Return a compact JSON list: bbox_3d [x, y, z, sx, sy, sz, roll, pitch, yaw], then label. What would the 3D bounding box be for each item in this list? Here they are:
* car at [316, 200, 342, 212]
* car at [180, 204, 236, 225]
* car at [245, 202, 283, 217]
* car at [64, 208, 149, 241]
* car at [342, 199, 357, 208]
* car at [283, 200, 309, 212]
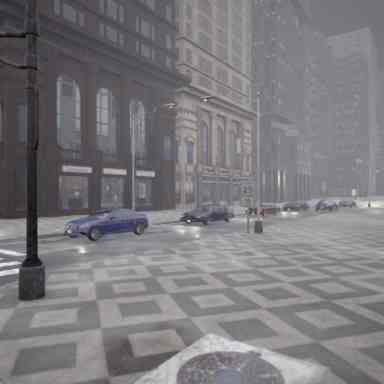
[{"bbox_3d":[16.557,1.650,40.776,1.812,1.442,4.674,0,-1,36],"label":"car"},{"bbox_3d":[1.342,1.616,25.035,2.033,1.411,5.357,0,0,36],"label":"car"},{"bbox_3d":[7.036,1.697,32.971,1.895,1.301,4.718,0,0,36],"label":"car"},{"bbox_3d":[-4.252,1.565,17.221,1.812,1.442,4.674,0,0,37],"label":"car"},{"bbox_3d":[23.726,1.702,50.779,2.033,1.411,5.357,0,0,36],"label":"car"},{"bbox_3d":[12.935,1.671,41.131,2.033,1.411,5.357,0,0,36],"label":"car"}]
